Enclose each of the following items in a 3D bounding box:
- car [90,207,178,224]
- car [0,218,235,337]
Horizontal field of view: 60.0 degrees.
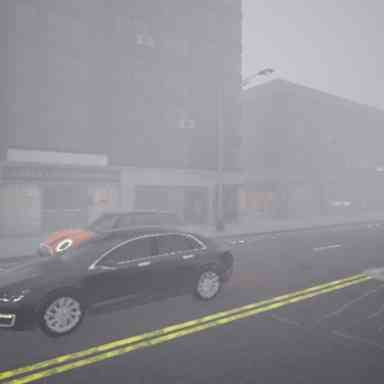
[{"bbox_3d":[-2.181,1.356,10.125,4.553,1.767,2.097,0,0,-37],"label":"car"},{"bbox_3d":[-1.318,1.504,6.736,4.892,1.490,1.837,0,0,-35],"label":"car"}]
